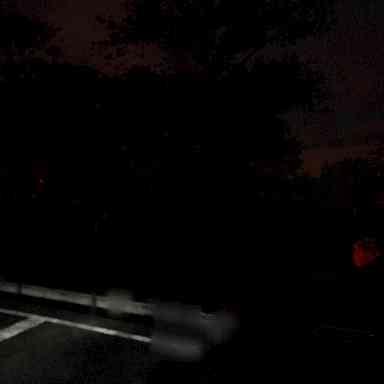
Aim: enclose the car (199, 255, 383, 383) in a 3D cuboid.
[{"bbox_3d":[2.870,1.368,2.993,5.566,2.045,2.150,1,-1,24],"label":"car"}]
